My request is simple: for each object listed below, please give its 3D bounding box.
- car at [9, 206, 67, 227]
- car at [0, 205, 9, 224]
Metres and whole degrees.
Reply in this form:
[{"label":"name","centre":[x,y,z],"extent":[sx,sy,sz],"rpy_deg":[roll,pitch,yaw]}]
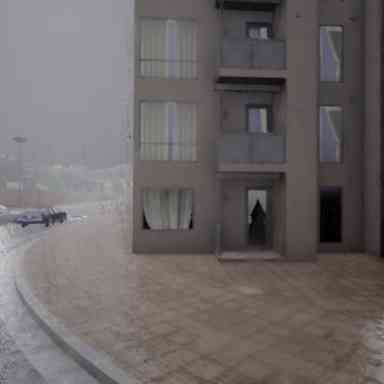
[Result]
[{"label":"car","centre":[-10.691,1.715,23.969],"extent":[2.033,1.411,5.357],"rpy_deg":[0,-1,-4]},{"label":"car","centre":[-14.153,1.744,23.840],"extent":[1.895,1.301,4.718],"rpy_deg":[0,-1,-5]}]
